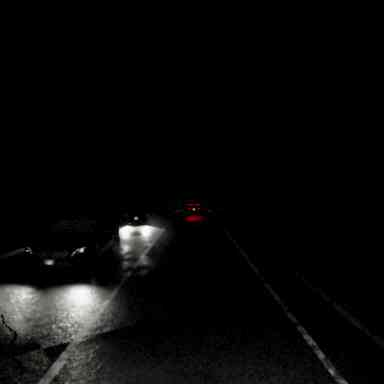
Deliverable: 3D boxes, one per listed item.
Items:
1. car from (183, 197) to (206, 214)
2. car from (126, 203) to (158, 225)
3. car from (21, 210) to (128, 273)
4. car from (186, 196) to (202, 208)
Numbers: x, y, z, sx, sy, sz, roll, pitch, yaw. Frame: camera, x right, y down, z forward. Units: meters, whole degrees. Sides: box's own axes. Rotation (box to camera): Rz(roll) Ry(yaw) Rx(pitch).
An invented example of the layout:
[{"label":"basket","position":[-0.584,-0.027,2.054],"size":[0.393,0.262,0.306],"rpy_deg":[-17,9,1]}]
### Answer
[{"label":"car","position":[0.221,1.331,32.269],"size":[1.837,1.490,4.892],"rpy_deg":[0,0,1]},{"label":"car","position":[-3.445,1.423,22.571],"size":[1.994,1.385,4.181],"rpy_deg":[0,0,1]},{"label":"car","position":[-3.542,1.479,10.654],"size":[1.812,1.442,4.674],"rpy_deg":[0,0,1]},{"label":"car","position":[0.338,1.371,45.979],"size":[2.128,1.511,4.902],"rpy_deg":[0,0,1]}]
